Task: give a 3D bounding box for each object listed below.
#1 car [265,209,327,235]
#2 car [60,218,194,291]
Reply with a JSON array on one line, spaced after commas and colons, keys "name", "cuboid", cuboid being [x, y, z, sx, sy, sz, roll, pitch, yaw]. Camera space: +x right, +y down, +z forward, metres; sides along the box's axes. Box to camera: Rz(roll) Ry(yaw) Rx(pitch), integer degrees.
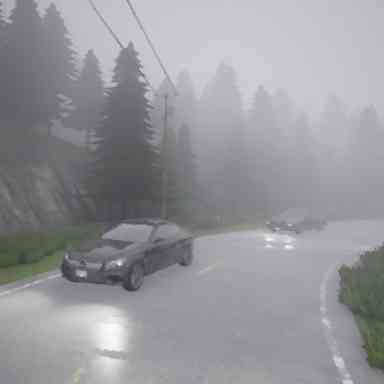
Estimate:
[{"name": "car", "cuboid": [6.678, 1.767, 20.848, 2.033, 1.411, 5.357, 2, 0, 43]}, {"name": "car", "cuboid": [-1.425, 1.492, 9.198, 1.812, 1.442, 4.674, 2, 0, 23]}]
